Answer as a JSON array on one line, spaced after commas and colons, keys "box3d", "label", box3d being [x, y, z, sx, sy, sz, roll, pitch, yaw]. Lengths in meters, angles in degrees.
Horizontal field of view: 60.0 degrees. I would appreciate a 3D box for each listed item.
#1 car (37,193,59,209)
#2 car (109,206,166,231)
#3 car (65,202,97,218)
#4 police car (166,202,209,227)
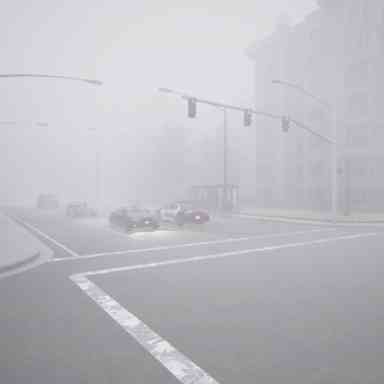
[{"box3d": [-19.793, 1.213, 45.605, 2.150, 2.045, 5.566, 0, 0, -33], "label": "car"}, {"box3d": [-3.622, 1.541, 20.472, 1.994, 1.385, 4.181, 0, 0, -33], "label": "car"}, {"box3d": [-10.283, 1.588, 30.760, 1.895, 1.301, 4.718, 0, 0, -33], "label": "car"}, {"box3d": [-0.944, 1.461, 22.964, 2.038, 1.542, 4.974, 0, 0, -33], "label": "police car"}]
